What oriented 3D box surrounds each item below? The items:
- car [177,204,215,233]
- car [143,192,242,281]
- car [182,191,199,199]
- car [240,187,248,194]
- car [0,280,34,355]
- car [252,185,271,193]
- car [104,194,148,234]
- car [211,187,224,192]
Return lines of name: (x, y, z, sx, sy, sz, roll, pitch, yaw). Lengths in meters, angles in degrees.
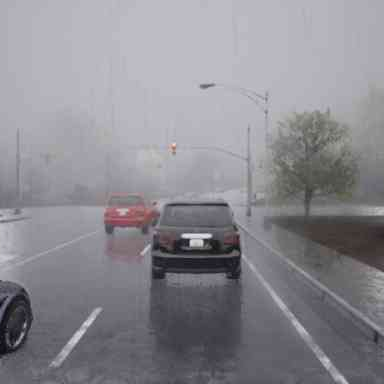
car: (0.264, 1.451, 19.432, 1.994, 1.385, 4.181, 0, 0, 2)
car: (0.109, 1.157, 9.808, 2.150, 2.045, 5.566, 0, 1, 0)
car: (-0.302, 0.674, 72.653, 2.128, 1.511, 4.902, 0, 2, 21)
car: (14.035, -0.580, 85.448, 2.097, 1.767, 4.553, 0, 4, 33)
car: (-3.401, 1.538, 3.366, 1.994, 1.385, 4.181, 0, 0, 0)
car: (17.603, -0.403, 84.573, 1.895, 1.301, 4.718, 0, 4, 33)
car: (-3.268, 1.112, 18.604, 2.150, 2.045, 5.566, 0, 0, 1)
car: (6.652, -0.420, 86.716, 2.097, 1.767, 4.553, 0, 4, 28)
